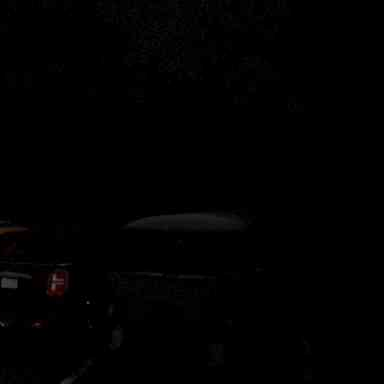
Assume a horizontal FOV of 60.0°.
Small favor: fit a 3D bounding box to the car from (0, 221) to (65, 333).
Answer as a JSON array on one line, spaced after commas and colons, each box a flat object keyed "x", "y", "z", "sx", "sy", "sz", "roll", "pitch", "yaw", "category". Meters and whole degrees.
[{"x": -2.110, "y": 1.413, "z": 6.996, "sx": 2.185, "sy": 1.767, "sz": 4.553, "roll": -1, "pitch": -1, "yaw": 16, "category": "car"}]

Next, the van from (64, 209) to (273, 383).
[{"x": 0.271, "y": 1.283, "z": 5.182, "sx": 1.878, "sy": 1.987, "sz": 4.442, "roll": 0, "pitch": -1, "yaw": 16, "category": "van"}]
